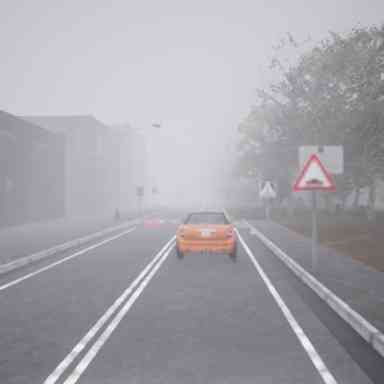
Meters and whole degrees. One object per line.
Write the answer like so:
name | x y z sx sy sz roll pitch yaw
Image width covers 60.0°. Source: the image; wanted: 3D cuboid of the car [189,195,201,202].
car | 0.707 1.627 66.461 2.150 2.045 5.566 0 -1 4

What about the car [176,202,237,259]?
car | 0.609 1.434 13.151 2.097 1.767 4.553 0 0 4
